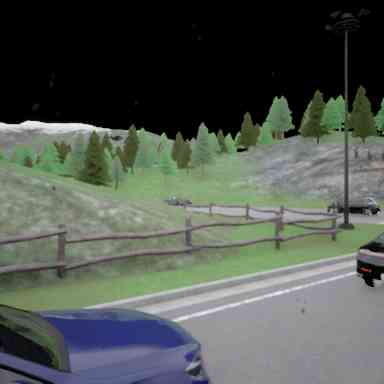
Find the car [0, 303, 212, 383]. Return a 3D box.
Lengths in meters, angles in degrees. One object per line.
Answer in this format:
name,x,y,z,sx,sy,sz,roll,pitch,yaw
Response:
car,-1.994,1.526,2.353,4.674,1.442,1.812,0,0,-35

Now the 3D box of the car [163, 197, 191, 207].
car,-2.929,1.509,50.811,5.357,1.411,2.033,0,0,18

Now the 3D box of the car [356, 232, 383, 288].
car,5.859,1.479,7.918,4.902,1.511,2.128,0,0,-35

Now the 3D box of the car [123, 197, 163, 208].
car,-7.147,1.494,48.393,4.674,1.442,1.812,0,0,15

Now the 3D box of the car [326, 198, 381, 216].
car,15.293,1.308,31.674,4.553,1.767,2.097,0,0,39
